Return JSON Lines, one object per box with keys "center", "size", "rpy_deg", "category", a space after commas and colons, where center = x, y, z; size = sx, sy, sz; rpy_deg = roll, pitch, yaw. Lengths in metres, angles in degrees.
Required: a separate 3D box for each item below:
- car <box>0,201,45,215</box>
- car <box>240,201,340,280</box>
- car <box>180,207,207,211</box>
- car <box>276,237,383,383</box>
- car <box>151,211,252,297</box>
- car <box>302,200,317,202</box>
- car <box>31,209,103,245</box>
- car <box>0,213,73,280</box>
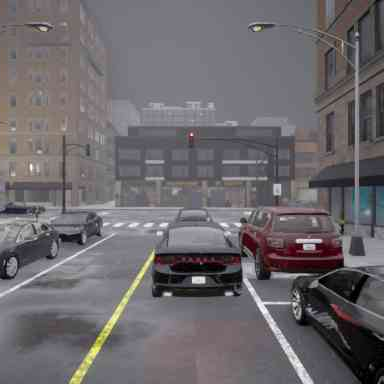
{"center": [-16.201, 1.529, 30.979], "size": [4.718, 1.301, 1.895], "rpy_deg": [0, 0, 0], "category": "car"}
{"center": [2.625, 1.314, 9.840], "size": [2.192, 1.841, 5.009], "rpy_deg": [0, 0, 0], "category": "car"}
{"center": [0.062, 1.504, 16.162], "size": [1.837, 1.490, 4.892], "rpy_deg": [0, 0, 0], "category": "car"}
{"center": [2.631, 1.566, 4.178], "size": [1.947, 1.339, 4.313], "rpy_deg": [0, 0, 0], "category": "car"}
{"center": [0.064, 1.477, 8.627], "size": [1.882, 1.535, 5.008], "rpy_deg": [0, 0, -1], "category": "car"}
{"center": [14.836, 1.304, 34.608], "size": [5.566, 2.045, 2.150], "rpy_deg": [1, 0, 0], "category": "car"}
{"center": [-5.406, 1.565, 15.493], "size": [1.947, 1.339, 4.313], "rpy_deg": [0, 0, 0], "category": "car"}
{"center": [-5.400, 1.550, 9.831], "size": [2.008, 1.369, 4.403], "rpy_deg": [0, 0, 0], "category": "car"}
